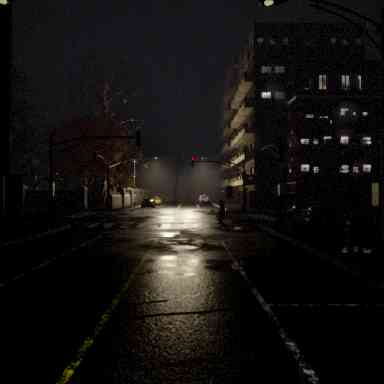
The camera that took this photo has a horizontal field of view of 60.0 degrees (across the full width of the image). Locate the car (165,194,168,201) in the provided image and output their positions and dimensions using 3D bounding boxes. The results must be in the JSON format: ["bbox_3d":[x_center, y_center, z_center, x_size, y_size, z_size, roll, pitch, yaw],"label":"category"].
[{"bbox_3d":[-6.324,1.377,64.409,2.192,1.841,5.009,0,0,-1],"label":"car"}]

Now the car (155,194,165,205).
[{"bbox_3d":[-6.266,1.577,58.609,1.752,1.417,4.829,0,0,-1],"label":"car"}]

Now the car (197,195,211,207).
[{"bbox_3d":[2.167,1.588,53.231,1.887,1.381,4.507,0,0,-1],"label":"car"}]

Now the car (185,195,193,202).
[{"bbox_3d":[-0.754,1.624,76.289,2.033,1.411,5.357,0,0,-1],"label":"car"}]

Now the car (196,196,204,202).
[{"bbox_3d":[1.888,1.642,81.381,1.887,1.381,4.507,0,0,-1],"label":"car"}]

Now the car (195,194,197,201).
[{"bbox_3d":[2.000,1.513,70.121,1.967,1.590,4.097,0,0,-1],"label":"car"}]

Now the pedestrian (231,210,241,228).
[{"bbox_3d":[2.643,1.682,20.674,0.500,1.100,0.500,0,0,-1],"label":"pedestrian"}]

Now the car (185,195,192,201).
[{"bbox_3d":[-0.856,1.486,86.708,1.837,1.490,4.892,0,0,-1],"label":"car"}]

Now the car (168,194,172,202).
[{"bbox_3d":[-6.492,1.537,81.299,1.967,1.590,4.097,0,0,-1],"label":"car"}]

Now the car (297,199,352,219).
[{"bbox_3d":[13.186,1.646,32.753,4.553,1.767,2.097,1,0,-2],"label":"car"}]

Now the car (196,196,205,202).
[{"bbox_3d":[1.943,1.635,75.751,2.008,1.369,4.403,0,0,-1],"label":"car"}]

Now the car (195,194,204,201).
[{"bbox_3d":[1.833,1.425,87.011,2.192,1.841,5.009,0,0,-1],"label":"car"}]

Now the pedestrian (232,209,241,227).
[{"bbox_3d":[2.842,1.682,21.275,0.500,1.100,0.500,0,0,-1],"label":"pedestrian"}]

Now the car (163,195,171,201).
[{"bbox_3d":[-6.547,1.550,86.928,1.967,1.590,4.097,0,0,-1],"label":"car"}]

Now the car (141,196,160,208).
[{"bbox_3d":[-6.157,1.601,47.518,1.947,1.339,4.313,0,0,-1],"label":"car"}]

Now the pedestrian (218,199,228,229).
[{"bbox_3d":[1.826,1.301,20.067,0.375,1.860,0.375,0,0,-1],"label":"pedestrian"}]

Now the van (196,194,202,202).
[{"bbox_3d":[2.112,1.393,58.862,1.690,1.788,3.998,0,0,-1],"label":"van"}]

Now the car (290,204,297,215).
[{"bbox_3d":[13.118,1.619,35.386,5.009,1.841,2.192,1,-1,-1],"label":"car"}]
